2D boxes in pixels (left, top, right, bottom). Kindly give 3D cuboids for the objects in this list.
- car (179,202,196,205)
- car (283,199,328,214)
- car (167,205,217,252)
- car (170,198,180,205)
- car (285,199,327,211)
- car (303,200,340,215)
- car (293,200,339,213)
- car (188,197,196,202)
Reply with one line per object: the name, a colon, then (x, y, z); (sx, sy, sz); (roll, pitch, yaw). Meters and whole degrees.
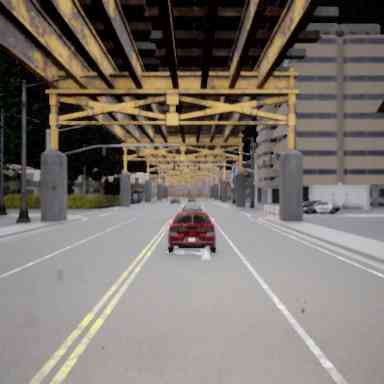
car: (-0.006, 1.780, 29.144); (1.895, 1.301, 4.718); (0, 0, 0)
car: (13.586, 1.687, 39.836); (4.974, 1.542, 2.038); (0, 0, 25)
car: (0.006, 1.579, 14.514); (1.882, 1.535, 5.008); (0, 0, 0)
car: (-3.503, 1.942, 69.721); (1.994, 1.385, 4.181); (0, 0, 0)
car: (13.634, 1.529, 39.815); (4.536, 1.218, 1.853); (0, 0, 25)
car: (13.260, 1.665, 35.677); (4.974, 1.542, 2.038); (0, 0, -20)
car: (13.309, 1.508, 35.696); (4.536, 1.218, 1.853); (0, 0, -20)
car: (-0.003, 1.785, 77.685); (2.033, 1.411, 5.357); (0, 0, 0)
